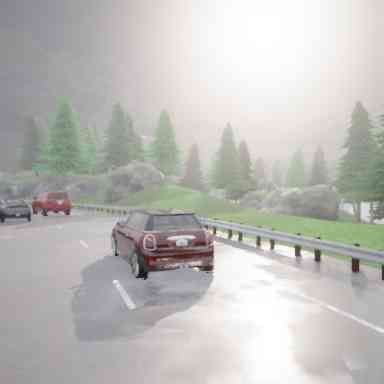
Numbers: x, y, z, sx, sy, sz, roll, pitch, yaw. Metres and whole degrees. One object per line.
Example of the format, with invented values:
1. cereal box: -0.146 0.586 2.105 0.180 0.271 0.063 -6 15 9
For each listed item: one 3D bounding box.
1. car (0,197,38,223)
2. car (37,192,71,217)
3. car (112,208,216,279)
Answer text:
1. car: -12.895 1.312 23.968 2.128 1.511 4.902 0 0 -35
2. car: -12.439 0.997 29.287 2.150 2.045 5.566 0 1 -38
3. car: -1.091 1.264 10.153 2.097 1.767 4.553 0 0 -23
